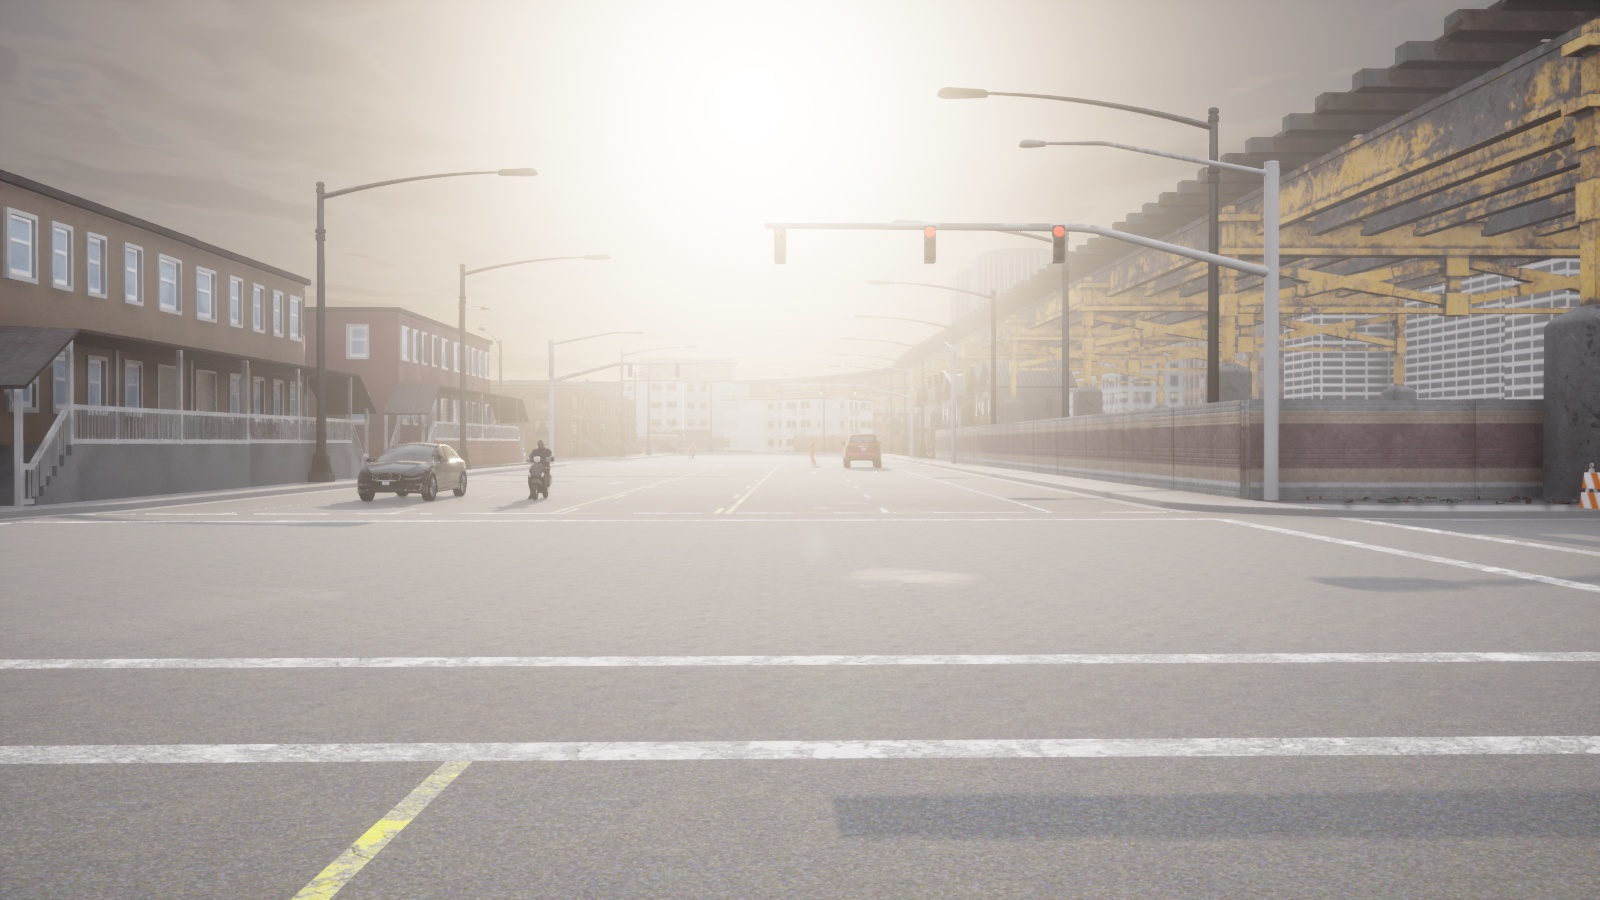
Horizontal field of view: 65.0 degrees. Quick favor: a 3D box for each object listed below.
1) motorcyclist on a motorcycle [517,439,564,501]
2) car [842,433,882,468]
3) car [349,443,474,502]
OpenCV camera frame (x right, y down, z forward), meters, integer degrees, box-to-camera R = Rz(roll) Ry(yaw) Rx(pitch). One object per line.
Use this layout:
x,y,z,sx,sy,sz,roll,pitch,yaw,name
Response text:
-6.884,0.506,33.335,0.866,1.590,1.817,0,0,0,motorcyclist on a motorcycle
3.741,0.038,76.307,2.150,2.045,5.566,0,0,0,car
-10.382,0.552,33.928,1.837,1.490,4.892,0,0,0,car
